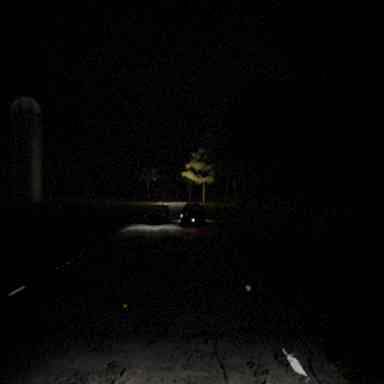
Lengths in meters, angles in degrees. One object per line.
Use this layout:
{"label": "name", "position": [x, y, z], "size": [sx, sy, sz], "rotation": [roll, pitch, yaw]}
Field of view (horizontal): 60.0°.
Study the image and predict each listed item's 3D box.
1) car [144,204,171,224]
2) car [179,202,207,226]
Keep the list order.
{"label": "car", "position": [-2.807, 1.778, 27.980], "size": [1.882, 1.535, 5.008], "rotation": [0, -1, 0]}
{"label": "car", "position": [0.081, 1.779, 25.753], "size": [1.837, 1.490, 4.892], "rotation": [0, -1, 0]}
